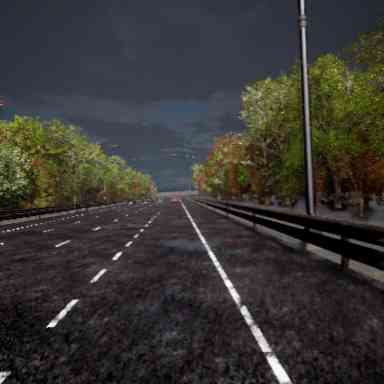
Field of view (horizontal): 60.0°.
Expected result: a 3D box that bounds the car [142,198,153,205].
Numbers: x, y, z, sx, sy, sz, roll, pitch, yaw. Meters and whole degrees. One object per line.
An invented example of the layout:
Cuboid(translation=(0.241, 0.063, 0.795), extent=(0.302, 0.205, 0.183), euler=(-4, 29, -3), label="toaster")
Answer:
Cuboid(translation=(-11.246, 2.382, 81.870), extent=(2.128, 1.511, 4.902), euler=(-2, 0, -3), label="car")

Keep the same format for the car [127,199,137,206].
Cuboid(translation=(-14.741, 2.482, 81.710), extent=(1.882, 1.535, 5.008), euler=(-2, 0, -3), label="car")

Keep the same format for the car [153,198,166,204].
Cuboid(translation=(-7.752, 2.234, 82.030), extent=(2.128, 1.511, 4.902), euler=(-2, 0, -3), label="car")

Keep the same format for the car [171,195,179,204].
Cuboid(translation=(-4.259, 2.101, 82.191), extent=(2.033, 1.411, 5.357), euler=(-2, 0, -3), label="car")

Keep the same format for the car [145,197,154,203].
Cuboid(translation=(-11.727, 2.307, 92.280), extent=(1.882, 1.535, 5.008), euler=(-2, 0, -3), label="car")

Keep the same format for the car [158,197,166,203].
Cuboid(translation=(-8.230, 2.234, 92.440), extent=(1.994, 1.385, 4.181), euler=(-2, 0, -3), label="car")

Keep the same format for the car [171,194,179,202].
Cuboid(translation=(-4.752, 1.760, 92.633), extent=(2.150, 2.045, 5.566), euler=(-2, 0, -3), label="car")
